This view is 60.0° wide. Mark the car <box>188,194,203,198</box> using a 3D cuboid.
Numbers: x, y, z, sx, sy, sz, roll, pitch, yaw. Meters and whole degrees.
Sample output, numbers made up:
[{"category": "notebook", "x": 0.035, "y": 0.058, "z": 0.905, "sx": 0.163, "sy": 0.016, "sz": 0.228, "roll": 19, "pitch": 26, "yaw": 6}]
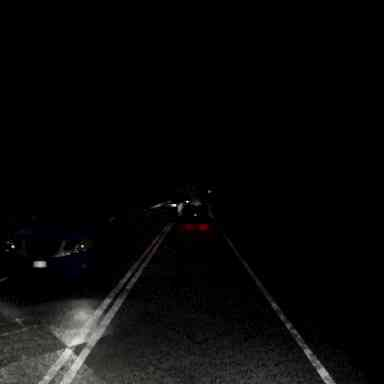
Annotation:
[{"category": "car", "x": 0.691, "y": 1.449, "z": 46.254, "sx": 1.812, "sy": 1.442, "sz": 4.674, "roll": 0, "pitch": 0, "yaw": 1}]

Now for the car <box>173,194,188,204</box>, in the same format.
[{"category": "car", "x": -2.316, "y": 1.452, "z": 59.689, "sx": 1.895, "sy": 1.301, "sz": 4.718, "roll": 0, "pitch": 0, "yaw": 3}]

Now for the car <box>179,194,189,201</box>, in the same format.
[{"category": "car", "x": -1.762, "y": 1.256, "z": 75.514, "sx": 1.837, "sy": 1.490, "sz": 4.892, "roll": 0, "pitch": 0, "yaw": 2}]

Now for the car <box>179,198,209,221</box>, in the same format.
[{"category": "car", "x": 0.303, "y": 1.479, "z": 26.949, "sx": 2.128, "sy": 1.511, "sz": 4.902, "roll": 0, "pitch": 0, "yaw": 1}]

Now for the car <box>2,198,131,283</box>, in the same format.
[{"category": "car", "x": -3.303, "y": 1.222, "z": 10.052, "sx": 2.150, "sy": 2.045, "sz": 5.566, "roll": 0, "pitch": 0, "yaw": 1}]
